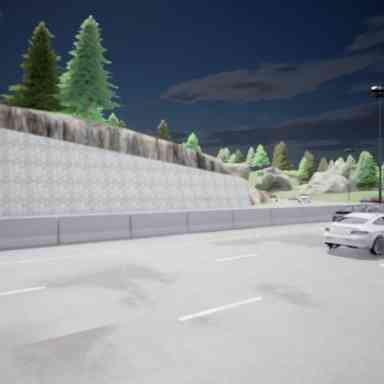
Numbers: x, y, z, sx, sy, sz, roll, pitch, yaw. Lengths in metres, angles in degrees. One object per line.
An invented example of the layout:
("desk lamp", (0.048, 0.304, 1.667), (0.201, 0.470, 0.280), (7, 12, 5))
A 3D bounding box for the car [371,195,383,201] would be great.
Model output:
("car", (34.054, 1.349, 58.245), (4.553, 1.767, 2.097), (0, 0, -35))

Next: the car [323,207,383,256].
("car", (7.037, 1.524, 13.062), (4.674, 1.442, 1.812), (0, 0, -35))

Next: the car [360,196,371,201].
("car", (33.061, 1.517, 61.835), (4.674, 1.442, 1.812), (0, 0, -35))

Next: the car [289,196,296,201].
("car", (25.572, 1.587, 83.177), (1.895, 1.301, 4.718), (0, 0, 5))

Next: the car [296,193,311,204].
("car", (22.554, 1.219, 66.488), (2.150, 2.045, 5.566), (0, 0, 22))

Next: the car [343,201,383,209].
("car", (10.290, 1.489, 19.682), (4.902, 1.511, 2.128), (0, 0, -35))
